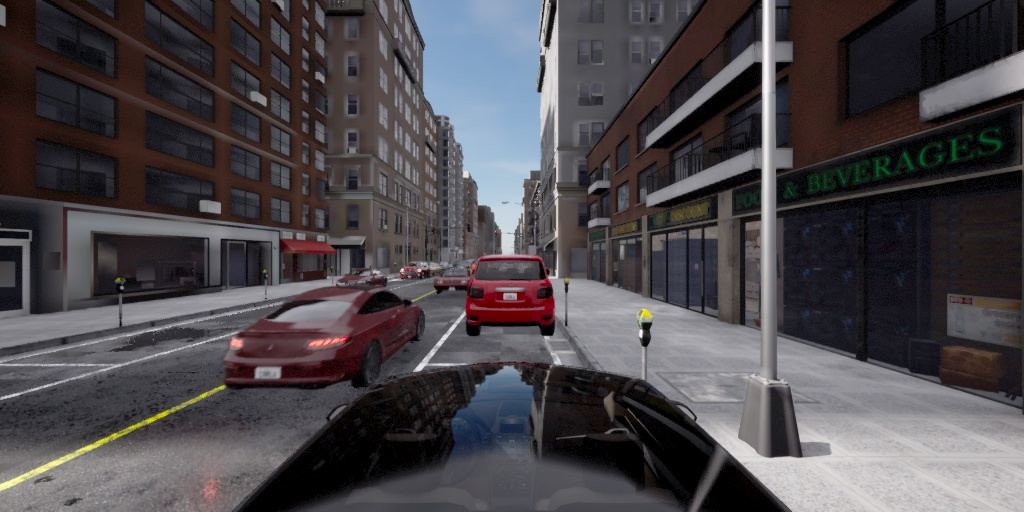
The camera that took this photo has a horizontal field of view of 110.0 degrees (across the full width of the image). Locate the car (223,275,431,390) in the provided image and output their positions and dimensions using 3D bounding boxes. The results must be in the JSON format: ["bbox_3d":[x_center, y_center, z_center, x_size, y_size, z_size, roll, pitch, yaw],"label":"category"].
[{"bbox_3d":[-3.019,1.275,6.744,1.812,1.442,4.674,0,0,0],"label":"car"}]

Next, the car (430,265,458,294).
[{"bbox_3d":[-2.980,1.351,20.188,1.895,1.301,4.718,0,0,0],"label":"car"}]

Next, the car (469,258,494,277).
[{"bbox_3d":[-2.975,1.101,35.729,2.097,1.767,4.553,0,0,1],"label":"car"}]

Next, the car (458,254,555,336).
[{"bbox_3d":[-0.039,0.978,10.530,2.150,2.045,5.566,0,0,0],"label":"car"}]

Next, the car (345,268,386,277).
[{"bbox_3d":[-8.408,1.332,20.388,1.802,1.307,4.207,0,0,0],"label":"car"}]

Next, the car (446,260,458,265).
[{"bbox_3d":[-5.816,1.242,41.610,2.128,1.511,4.902,0,0,1],"label":"car"}]

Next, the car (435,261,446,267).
[{"bbox_3d":[-8.408,1.275,36.773,1.751,1.417,4.829,0,0,0],"label":"car"}]

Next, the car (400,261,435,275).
[{"bbox_3d":[-8.408,1.190,31.425,1.967,1.591,4.097,0,0,0],"label":"car"}]
